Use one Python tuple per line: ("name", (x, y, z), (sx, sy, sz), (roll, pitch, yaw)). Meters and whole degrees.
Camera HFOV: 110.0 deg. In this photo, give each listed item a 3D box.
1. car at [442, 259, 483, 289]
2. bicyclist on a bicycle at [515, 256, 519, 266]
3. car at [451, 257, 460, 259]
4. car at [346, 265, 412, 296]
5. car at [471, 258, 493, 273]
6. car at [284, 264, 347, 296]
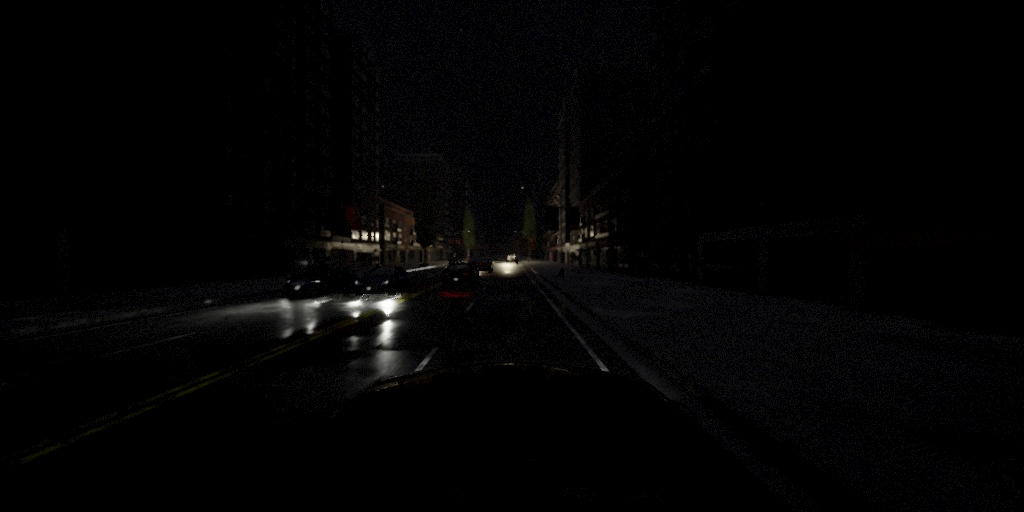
("car", (-3.159, 1.151, 22.682), (1.882, 1.535, 5.008), (0, 0, 0))
("bicyclist on a bicycle", (0.869, 0.935, 64.616), (0.582, 1.620, 1.656), (0, 0, 0))
("car", (-9.804, 0.999, 61.573), (1.837, 1.490, 4.892), (0, 0, 1))
("car", (-6.606, 1.213, 18.857), (1.812, 1.442, 4.674), (0, 0, 0))
("car", (-3.166, 1.079, 40.193), (1.882, 1.535, 5.008), (0, 0, 0))
("car", (-9.856, 1.179, 18.917), (2.128, 1.511, 4.902), (0, 0, 0))
